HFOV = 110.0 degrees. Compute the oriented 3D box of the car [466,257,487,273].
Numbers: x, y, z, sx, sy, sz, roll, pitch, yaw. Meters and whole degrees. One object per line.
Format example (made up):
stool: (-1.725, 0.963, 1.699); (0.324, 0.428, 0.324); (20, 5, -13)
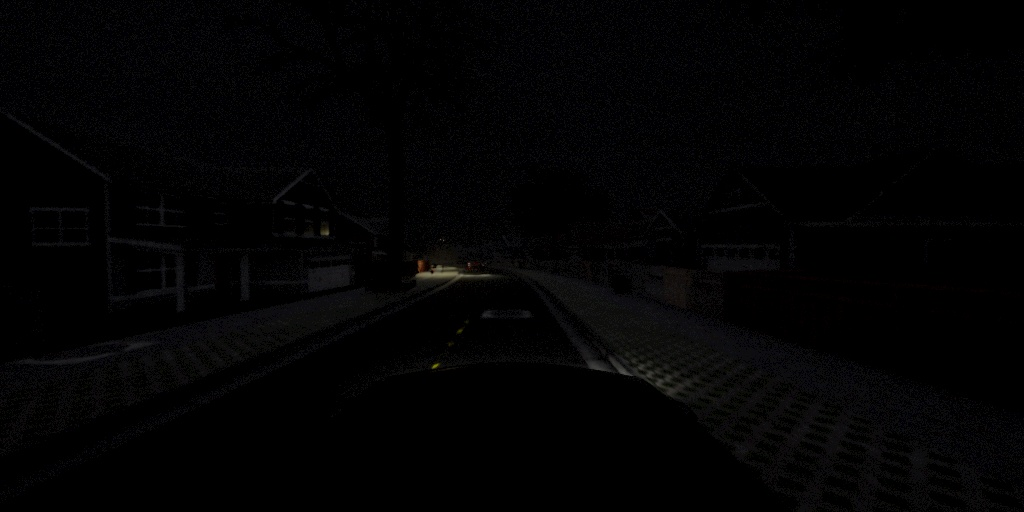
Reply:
car: (-4.331, 0.966, 42.728); (2.097, 1.767, 4.553); (0, 0, -7)
